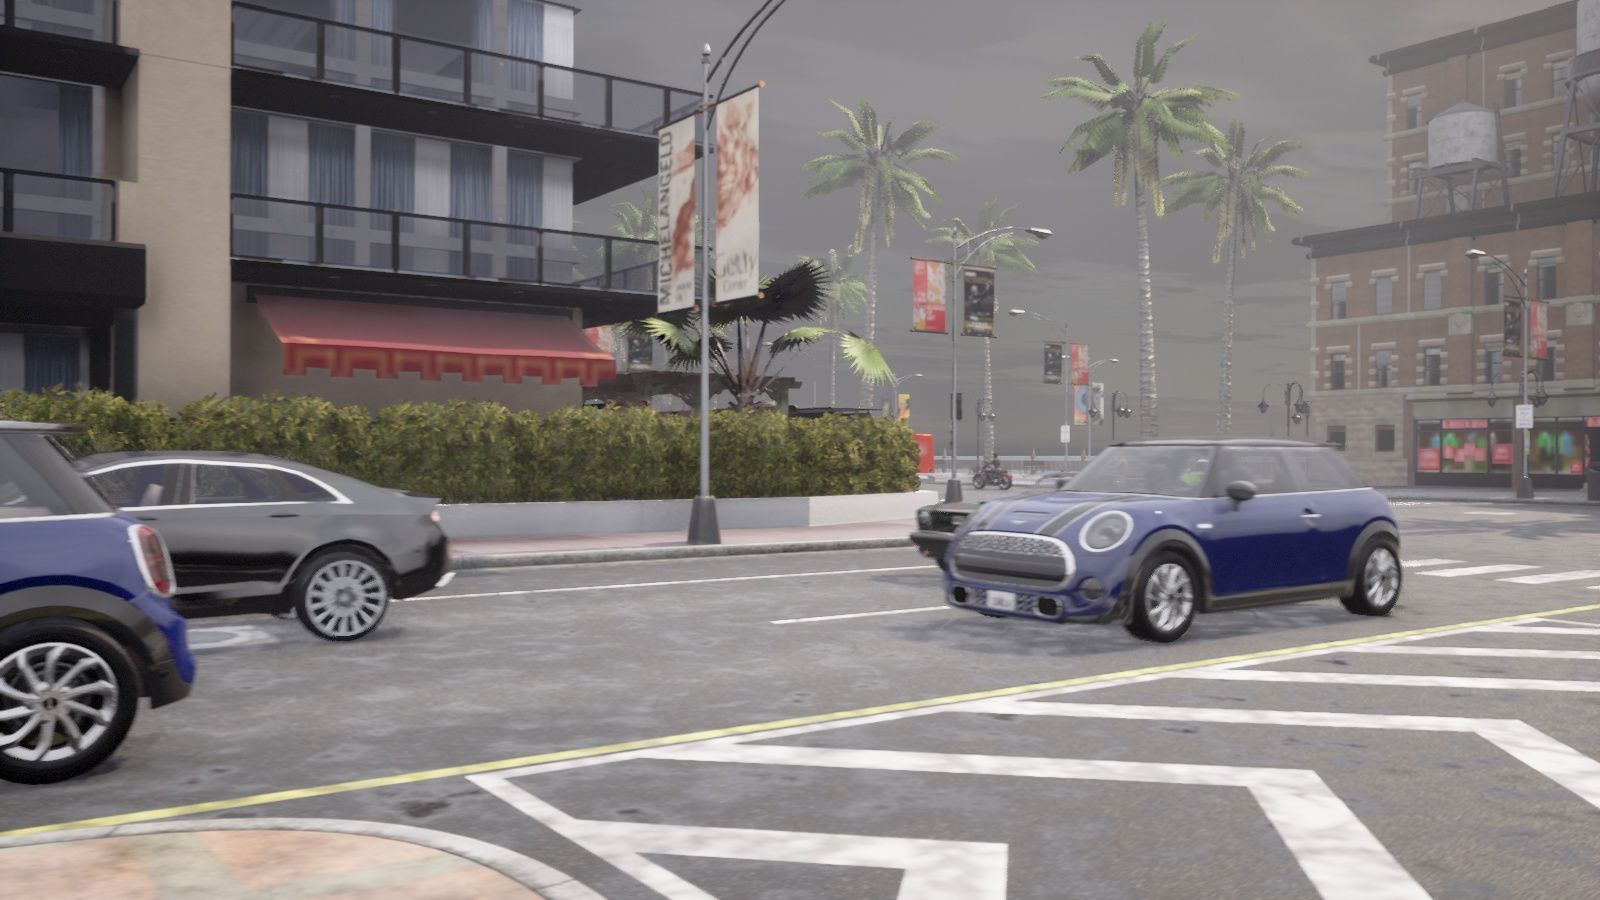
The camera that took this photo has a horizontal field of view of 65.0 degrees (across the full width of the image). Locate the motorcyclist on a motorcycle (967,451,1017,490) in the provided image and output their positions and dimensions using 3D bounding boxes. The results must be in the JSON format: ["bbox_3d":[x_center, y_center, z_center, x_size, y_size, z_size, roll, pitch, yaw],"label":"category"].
[{"bbox_3d":[8.315,0.885,54.504,0.766,1.649,2.350,0,0,-34],"label":"motorcyclist on a motorcycle"}]

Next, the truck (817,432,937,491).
[{"bbox_3d":[3.350,0.466,55.552,2.627,2.467,5.204,0,1,-35],"label":"truck"}]

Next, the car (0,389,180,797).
[{"bbox_3d":[-5.359,0.624,5.412,4.553,1.767,2.097,0,0,-35],"label":"car"}]

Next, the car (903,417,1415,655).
[{"bbox_3d":[3.375,0.642,11.490,4.553,1.767,2.097,0,0,-35],"label":"car"}]

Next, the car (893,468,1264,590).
[{"bbox_3d":[3.614,0.900,15.921,4.718,1.301,1.895,0,0,-35],"label":"car"}]

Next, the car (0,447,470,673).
[{"bbox_3d":[-5.311,0.739,9.709,4.902,1.511,2.128,0,0,-35],"label":"car"}]
